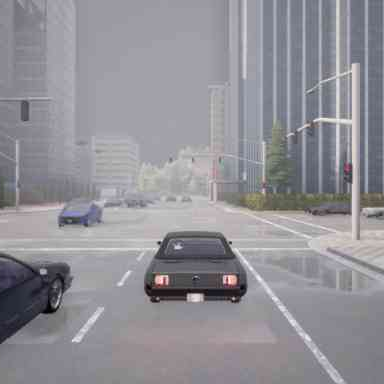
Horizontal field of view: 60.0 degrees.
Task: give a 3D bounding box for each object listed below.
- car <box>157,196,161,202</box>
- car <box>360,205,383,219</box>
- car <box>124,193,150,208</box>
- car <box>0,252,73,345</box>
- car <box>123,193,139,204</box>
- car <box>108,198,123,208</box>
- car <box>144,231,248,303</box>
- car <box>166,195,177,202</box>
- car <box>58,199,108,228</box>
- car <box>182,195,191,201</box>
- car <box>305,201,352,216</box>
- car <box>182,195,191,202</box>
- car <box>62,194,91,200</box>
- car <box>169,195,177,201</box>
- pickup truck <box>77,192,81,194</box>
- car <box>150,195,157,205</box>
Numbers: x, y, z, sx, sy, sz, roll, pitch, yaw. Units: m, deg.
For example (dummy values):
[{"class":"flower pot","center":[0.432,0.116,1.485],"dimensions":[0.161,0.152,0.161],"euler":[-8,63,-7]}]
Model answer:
[{"class":"car","center":[-8.259,1.500,76.384],"dimensions":[1.994,1.385,4.181],"euler":[0,0,-1]},{"class":"car","center":[16.937,1.601,28.066],"dimensions":[4.718,1.301,1.895],"euler":[0,0,0]},{"class":"car","center":[-7.924,1.222,48.178],"dimensions":[2.150,2.045,5.566],"euler":[0,0,-1]},{"class":"car","center":[-3.436,1.547,4.568],"dimensions":[2.033,1.411,5.357],"euler":[0,0,0]},{"class":"car","center":[-11.600,1.216,63.862],"dimensions":[2.150,2.045,5.566],"euler":[0,1,0]},{"class":"car","center":[-11.428,1.564,48.942],"dimensions":[1.994,1.385,4.181],"euler":[0,0,-1]},{"class":"car","center":[0.066,1.601,8.164],"dimensions":[1.895,1.301,4.718],"euler":[0,0,0]},{"class":"car","center":[-4.721,1.500,74.548],"dimensions":[1.837,1.490,4.892],"euler":[0,0,-1]},{"class":"car","center":[-7.355,1.477,22.356],"dimensions":[1.882,1.535,5.008],"euler":[0,0,-1]},{"class":"car","center":[-1.389,1.540,84.784],"dimensions":[2.033,1.411,5.357],"euler":[0,0,-1]},{"class":"car","center":[13.582,1.547,31.573],"dimensions":[5.357,1.411,2.033],"euler":[0,0,-3]},{"class":"car","center":[-1.231,1.553,75.009],"dimensions":[1.994,1.385,4.181],"euler":[0,0,-1]},{"class":"car","center":[-11.120,1.351,33.152],"dimensions":[2.097,1.767,4.553],"euler":[0,0,-1]},{"class":"car","center":[-4.888,1.524,84.716],"dimensions":[1.812,1.442,4.674],"euler":[0,0,-1]},{"class":"pickup truck","center":[-24.771,1.058,69.220],"dimensions":[2.390,2.098,6.274],"euler":[0,0,30]},{"class":"car","center":[-8.083,1.352,60.485],"dimensions":[2.097,1.767,4.553],"euler":[0,0,-1]}]
